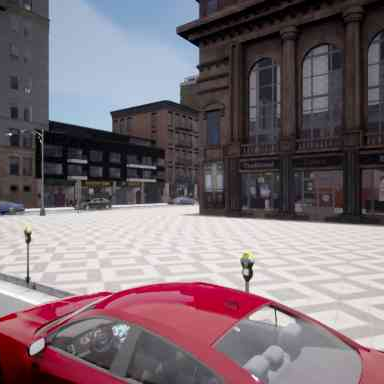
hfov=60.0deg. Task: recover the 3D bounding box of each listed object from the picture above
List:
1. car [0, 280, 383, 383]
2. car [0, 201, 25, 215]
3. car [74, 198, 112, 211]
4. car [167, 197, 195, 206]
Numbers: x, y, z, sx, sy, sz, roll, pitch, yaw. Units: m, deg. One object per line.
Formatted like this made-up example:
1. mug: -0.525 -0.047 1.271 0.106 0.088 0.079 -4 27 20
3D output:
1. car: -0.294 1.545 3.055 4.507 1.381 1.887 0 0 35
2. car: -18.738 1.506 31.394 2.033 1.411 5.357 0 0 36
3. car: -12.015 1.469 40.541 1.837 1.490 4.892 0 0 36
4. car: -1.733 1.529 54.460 2.033 1.411 5.357 0 0 37
